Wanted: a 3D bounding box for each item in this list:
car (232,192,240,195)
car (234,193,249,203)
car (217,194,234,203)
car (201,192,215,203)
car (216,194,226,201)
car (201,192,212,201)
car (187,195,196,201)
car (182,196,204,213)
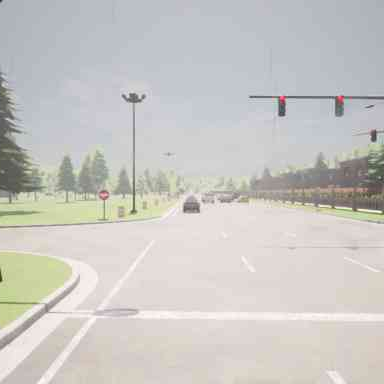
[{"bbox_3d":[10.393,1.057,78.557,2.150,2.045,5.566,0,0,0],"label":"car"},{"bbox_3d":[10.408,1.477,68.107,1.882,1.535,5.008,0,0,0],"label":"car"},{"bbox_3d":[6.907,1.564,68.519,1.994,1.385,4.181,0,0,0],"label":"car"},{"bbox_3d":[3.408,1.221,68.128,2.150,2.045,5.566,0,0,0],"label":"car"},{"bbox_3d":[6.893,1.310,78.522,1.882,1.535,5.008,0,0,0],"label":"car"},{"bbox_3d":[3.393,1.057,78.548,2.150,2.045,5.566,0,0,0],"label":"car"},{"bbox_3d":[-0.107,1.372,78.513,2.033,1.411,5.357,0,0,0],"label":"car"},{"bbox_3d":[-0.051,1.492,37.480,2.128,1.511,4.902,0,0,0],"label":"car"}]
